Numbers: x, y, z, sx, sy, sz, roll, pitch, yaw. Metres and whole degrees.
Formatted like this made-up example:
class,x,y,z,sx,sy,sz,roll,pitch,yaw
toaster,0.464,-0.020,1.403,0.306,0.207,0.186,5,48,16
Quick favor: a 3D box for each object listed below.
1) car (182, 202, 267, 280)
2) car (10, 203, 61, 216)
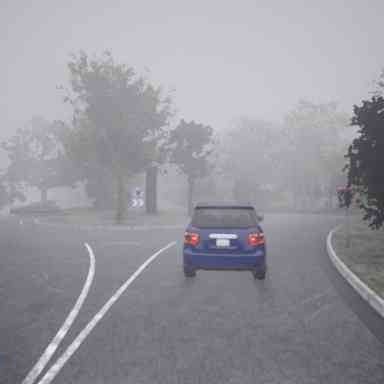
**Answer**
class,x,y,z,sx,sy,sz,roll,pitch,yaw
car,1.081,1.321,10.464,2.150,2.045,5.566,0,-1,8
car,-18.105,1.954,38.629,5.357,1.411,2.033,1,-1,-33
